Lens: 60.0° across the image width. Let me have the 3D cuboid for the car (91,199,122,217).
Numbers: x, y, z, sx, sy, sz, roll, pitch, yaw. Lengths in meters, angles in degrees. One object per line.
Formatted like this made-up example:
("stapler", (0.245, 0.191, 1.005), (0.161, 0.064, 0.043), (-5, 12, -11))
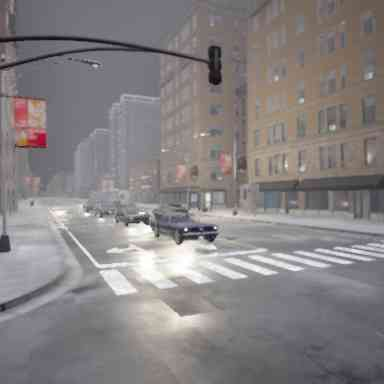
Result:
("car", (-8.972, 1.809, 34.787), (1.837, 1.490, 4.892), (0, 0, -25))

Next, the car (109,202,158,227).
("car", (-4.594, 1.752, 25.358), (2.033, 1.411, 5.357), (0, 0, -25))

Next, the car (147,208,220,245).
("car", (-0.502, 1.714, 16.559), (1.895, 1.301, 4.718), (0, 0, -25))

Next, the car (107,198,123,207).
("car", (-14.438, 2.014, 62.406), (1.882, 1.535, 5.008), (0, 0, -25))

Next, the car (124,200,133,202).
("car", (-10.237, 2.001, 53.366), (1.994, 1.385, 4.181), (0, 0, -25))

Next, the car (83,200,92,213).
("car", (-13.334, 1.910, 44.262), (1.837, 1.490, 4.892), (0, 0, -24))

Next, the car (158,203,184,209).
("car", (-1.902, 1.701, 27.763), (1.837, 1.490, 4.892), (0, 0, -25))

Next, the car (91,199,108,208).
("car", (-16.418, 2.021, 58.959), (2.128, 1.511, 4.902), (0, -1, -25))
